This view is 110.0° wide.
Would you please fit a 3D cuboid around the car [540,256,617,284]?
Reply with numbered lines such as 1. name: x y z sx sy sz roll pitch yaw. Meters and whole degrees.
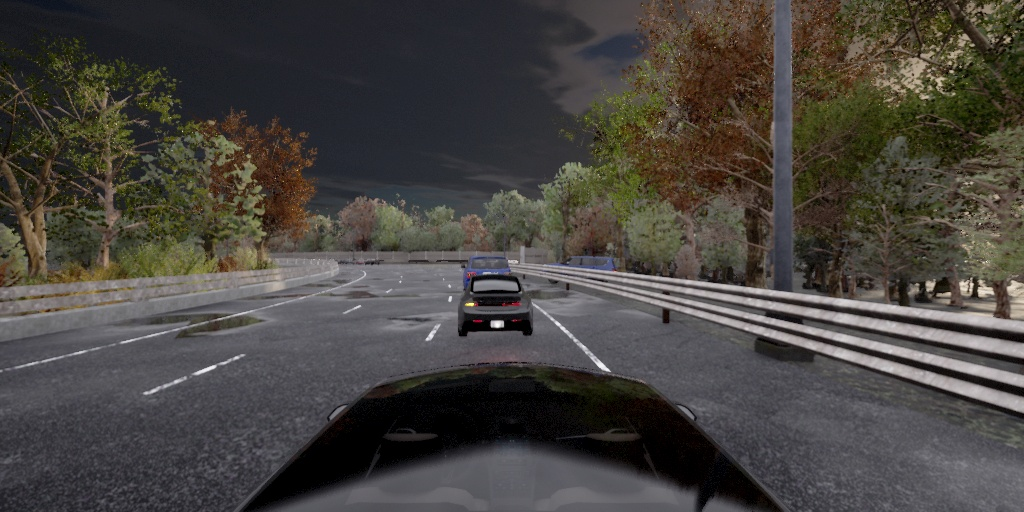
1. car: 4.853 1.008 26.145 5.566 2.045 2.150 3 1 8

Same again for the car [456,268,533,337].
1. car: -0.541 1.264 10.359 1.837 1.490 4.892 0 0 -5

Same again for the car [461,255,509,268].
1. car: -1.316 0.988 17.839 2.150 2.045 5.566 0 0 -9
